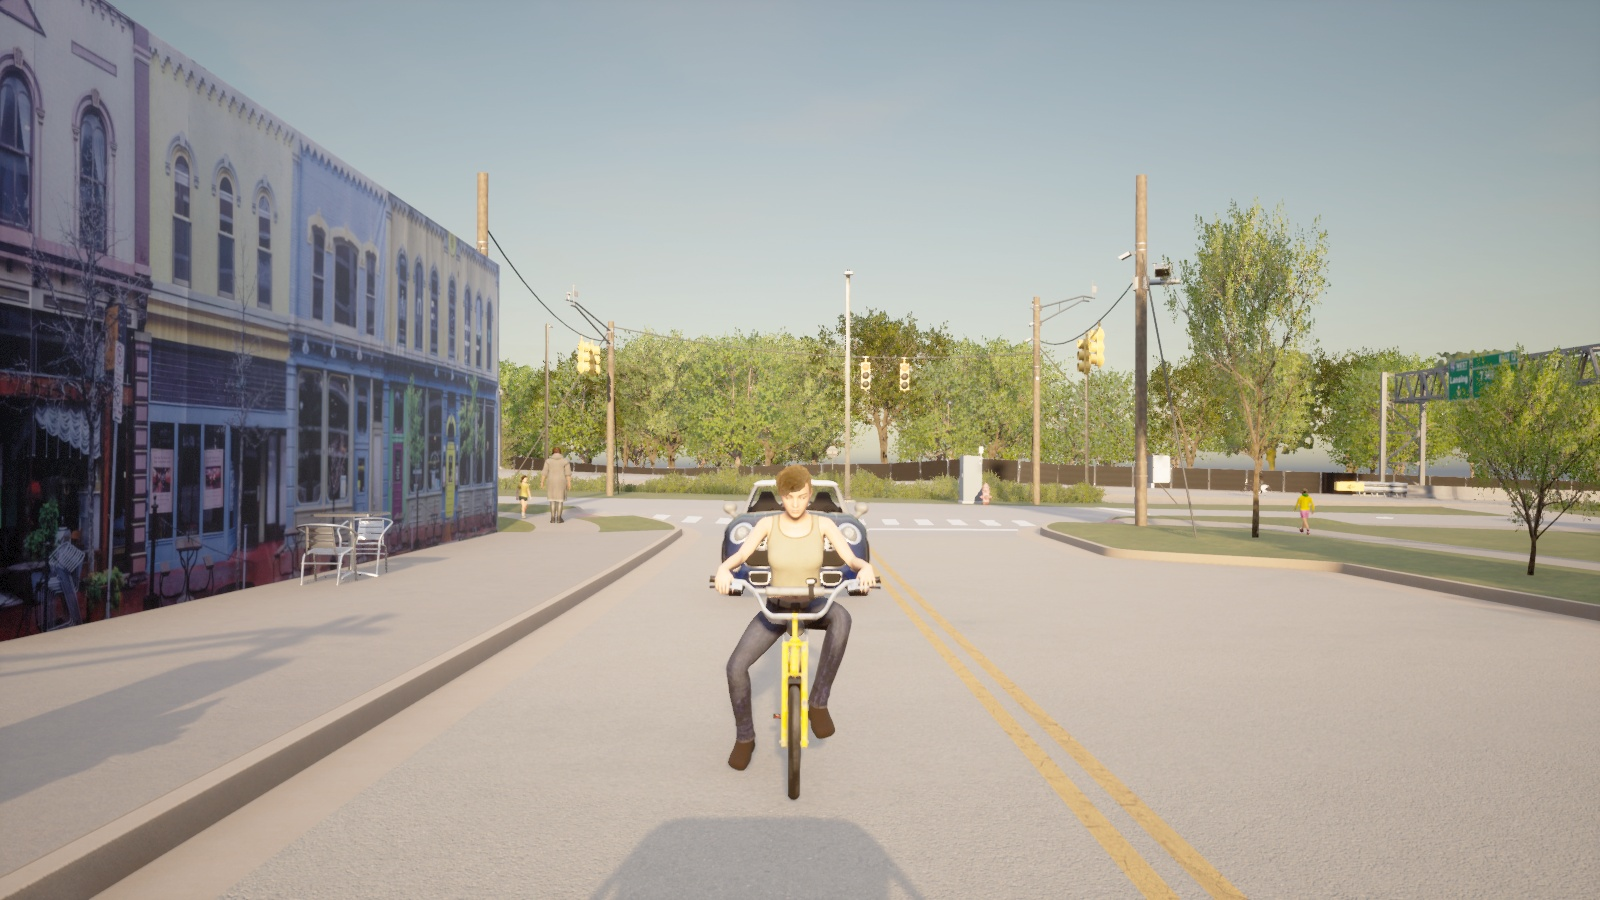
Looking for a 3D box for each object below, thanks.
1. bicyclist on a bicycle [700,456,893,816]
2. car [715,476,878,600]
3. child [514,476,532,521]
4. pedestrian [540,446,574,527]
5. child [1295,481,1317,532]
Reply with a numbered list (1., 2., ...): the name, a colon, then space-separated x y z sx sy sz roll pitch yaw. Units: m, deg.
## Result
1. bicyclist on a bicycle: -0.016 0.874 6.434 0.866 1.612 1.509 0 -3 0
2. car: -0.049 1.106 17.118 1.970 1.475 3.806 0 -1 0
3. child: -6.922 1.207 31.337 0.394 1.110 0.255 -1 -1 43
4. pedestrian: -5.925 0.876 30.619 0.659 1.952 0.873 0 -1 -1
5. child: 11.829 1.313 29.364 0.299 1.160 0.473 0 -1 -1
